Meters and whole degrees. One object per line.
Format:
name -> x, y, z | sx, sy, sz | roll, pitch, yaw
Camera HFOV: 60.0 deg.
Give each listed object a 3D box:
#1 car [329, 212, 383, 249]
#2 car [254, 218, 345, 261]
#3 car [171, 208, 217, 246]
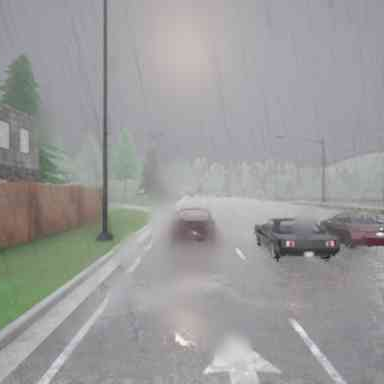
car -> 7.070, 1.556, 14.475 | 1.994, 1.385, 4.181 | 0, 0, 0
car -> 3.561, 1.594, 12.280 | 1.895, 1.301, 4.718 | 0, 0, 0
car -> 0.075, 1.469, 15.301 | 1.882, 1.535, 5.008 | 0, 0, 0
